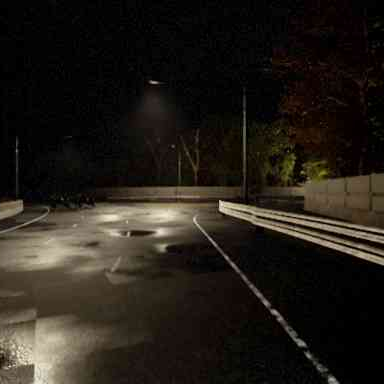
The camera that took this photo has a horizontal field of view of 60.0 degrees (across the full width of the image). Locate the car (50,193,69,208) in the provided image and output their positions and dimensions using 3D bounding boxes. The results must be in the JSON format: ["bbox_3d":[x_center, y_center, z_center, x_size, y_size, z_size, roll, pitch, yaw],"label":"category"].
[{"bbox_3d":[-19.627,1.200,49.172,2.150,2.045,5.566,0,0,-29],"label":"car"}]

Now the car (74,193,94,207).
[{"bbox_3d":[-16.344,1.191,50.420,2.150,2.045,5.566,0,0,-29],"label":"car"}]

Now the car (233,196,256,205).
[{"bbox_3d":[8.407,1.419,52.692,1.837,1.490,4.892,-2,-1,40],"label":"car"}]
